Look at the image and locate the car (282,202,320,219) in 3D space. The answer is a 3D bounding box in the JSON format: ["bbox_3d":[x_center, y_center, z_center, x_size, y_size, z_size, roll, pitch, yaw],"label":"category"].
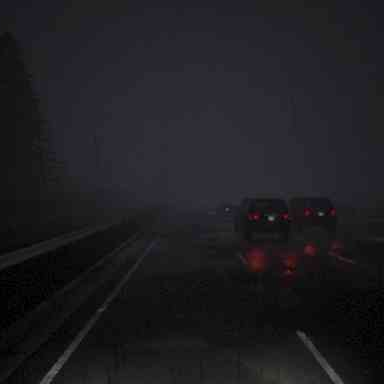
[{"bbox_3d":[10.592,1.718,32.854,2.033,1.411,5.357,0,0,0],"label":"car"}]

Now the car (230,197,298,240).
[{"bbox_3d":[3.583,1.314,17.786,2.150,2.045,5.566,0,0,0],"label":"car"}]

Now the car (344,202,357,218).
[{"bbox_3d":[14.092,1.646,32.325,1.882,1.535,5.008,0,0,0],"label":"car"}]

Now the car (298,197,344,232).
[{"bbox_3d":[7.095,1.331,20.966,2.150,2.045,5.566,0,0,0],"label":"car"}]

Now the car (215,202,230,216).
[{"bbox_3d":[3.590,1.749,35.700,1.994,1.385,4.181,0,0,0],"label":"car"}]
